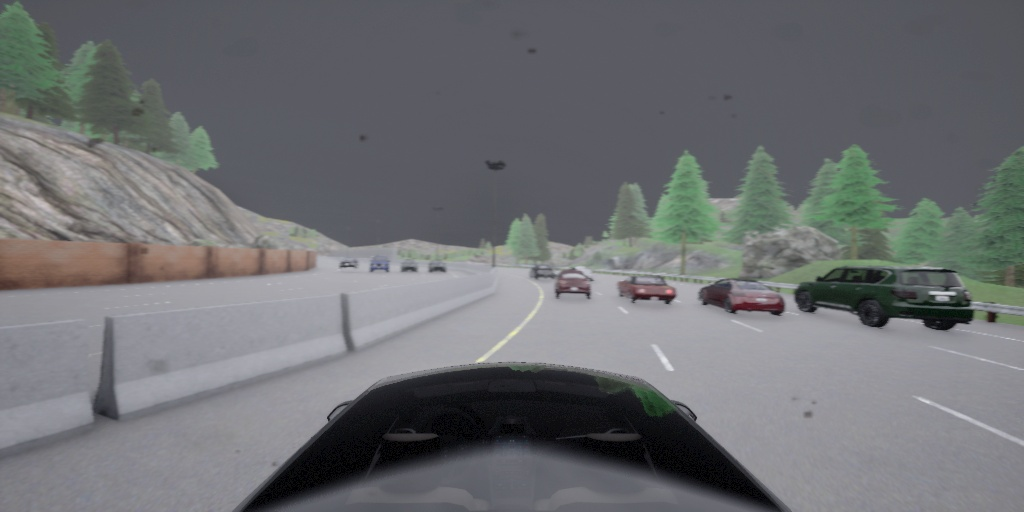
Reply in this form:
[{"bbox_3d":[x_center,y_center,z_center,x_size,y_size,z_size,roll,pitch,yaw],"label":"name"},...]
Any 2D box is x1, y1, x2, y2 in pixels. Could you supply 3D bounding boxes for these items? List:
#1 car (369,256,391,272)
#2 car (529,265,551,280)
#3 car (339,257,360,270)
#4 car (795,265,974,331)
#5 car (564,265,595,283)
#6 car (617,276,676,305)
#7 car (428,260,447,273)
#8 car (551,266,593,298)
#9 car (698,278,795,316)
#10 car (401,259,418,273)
[{"bbox_3d":[-16.475,1.037,44.870,2.150,2.045,5.566,1,-1,-17],"label":"car"},{"bbox_3d":[2.946,1.619,36.419,2.128,1.511,4.902,1,0,-7],"label":"car"},{"bbox_3d":[-19.828,0.864,43.877,2.033,1.411,5.357,1,-1,-17],"label":"car"},{"bbox_3d":[13.068,1.374,13.193,2.150,2.045,5.566,1,0,9],"label":"car"},{"bbox_3d":[6.590,1.728,35.484,1.812,1.442,4.674,1,0,-6],"label":"car"},{"bbox_3d":[6.691,1.653,18.397,1.895,1.301,4.718,1,-1,6],"label":"car"},{"bbox_3d":[-9.787,1.279,46.919,2.097,1.767,4.553,1,0,-17],"label":"car"},{"bbox_3d":[3.334,1.518,20.280,1.812,1.442,4.674,1,-1,5],"label":"car"},{"bbox_3d":[9.798,1.664,15.652,1.994,1.385,4.181,1,0,8],"label":"car"},{"bbox_3d":[-13.148,1.214,45.949,2.097,1.767,4.553,1,-1,-17],"label":"car"}]
